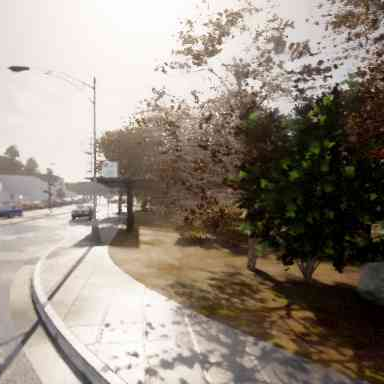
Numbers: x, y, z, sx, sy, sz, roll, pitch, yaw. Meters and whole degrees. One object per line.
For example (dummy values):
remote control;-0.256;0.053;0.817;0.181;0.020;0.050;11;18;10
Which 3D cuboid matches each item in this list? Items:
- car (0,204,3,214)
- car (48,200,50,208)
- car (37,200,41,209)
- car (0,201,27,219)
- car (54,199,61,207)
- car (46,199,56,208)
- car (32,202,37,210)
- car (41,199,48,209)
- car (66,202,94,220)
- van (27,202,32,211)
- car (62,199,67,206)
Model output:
car;-30.547;2.534;48.989;4.792;1.488;2.163;-1;-1;-29
car;-34.337;3.007;72.583;4.792;1.488;2.163;-1;-1;-29
car;-33.425;2.917;66.656;4.792;1.488;2.163;-1;-1;-29
car;-20.418;2.130;36.856;1.882;1.535;5.008;0;-1;-9
car;-35.831;2.833;81.388;5.566;2.045;2.435;-1;0;-29
car;-35.318;3.091;78.458;4.674;1.452;2.002;-1;0;-29
car;-32.916;2.871;63.728;4.674;1.452;2.002;-1;-1;-29
car;-33.724;2.928;69.718;5.366;1.575;1.946;-1;-1;-29
car;-10.918;2.040;33.726;2.033;1.411;5.357;0;-1;-9
van;-32.349;2.548;60.855;4.442;1.987;1.878;-1;-2;-29
car;-36.746;2.886;87.314;5.566;2.045;2.435;-1;-1;-29
